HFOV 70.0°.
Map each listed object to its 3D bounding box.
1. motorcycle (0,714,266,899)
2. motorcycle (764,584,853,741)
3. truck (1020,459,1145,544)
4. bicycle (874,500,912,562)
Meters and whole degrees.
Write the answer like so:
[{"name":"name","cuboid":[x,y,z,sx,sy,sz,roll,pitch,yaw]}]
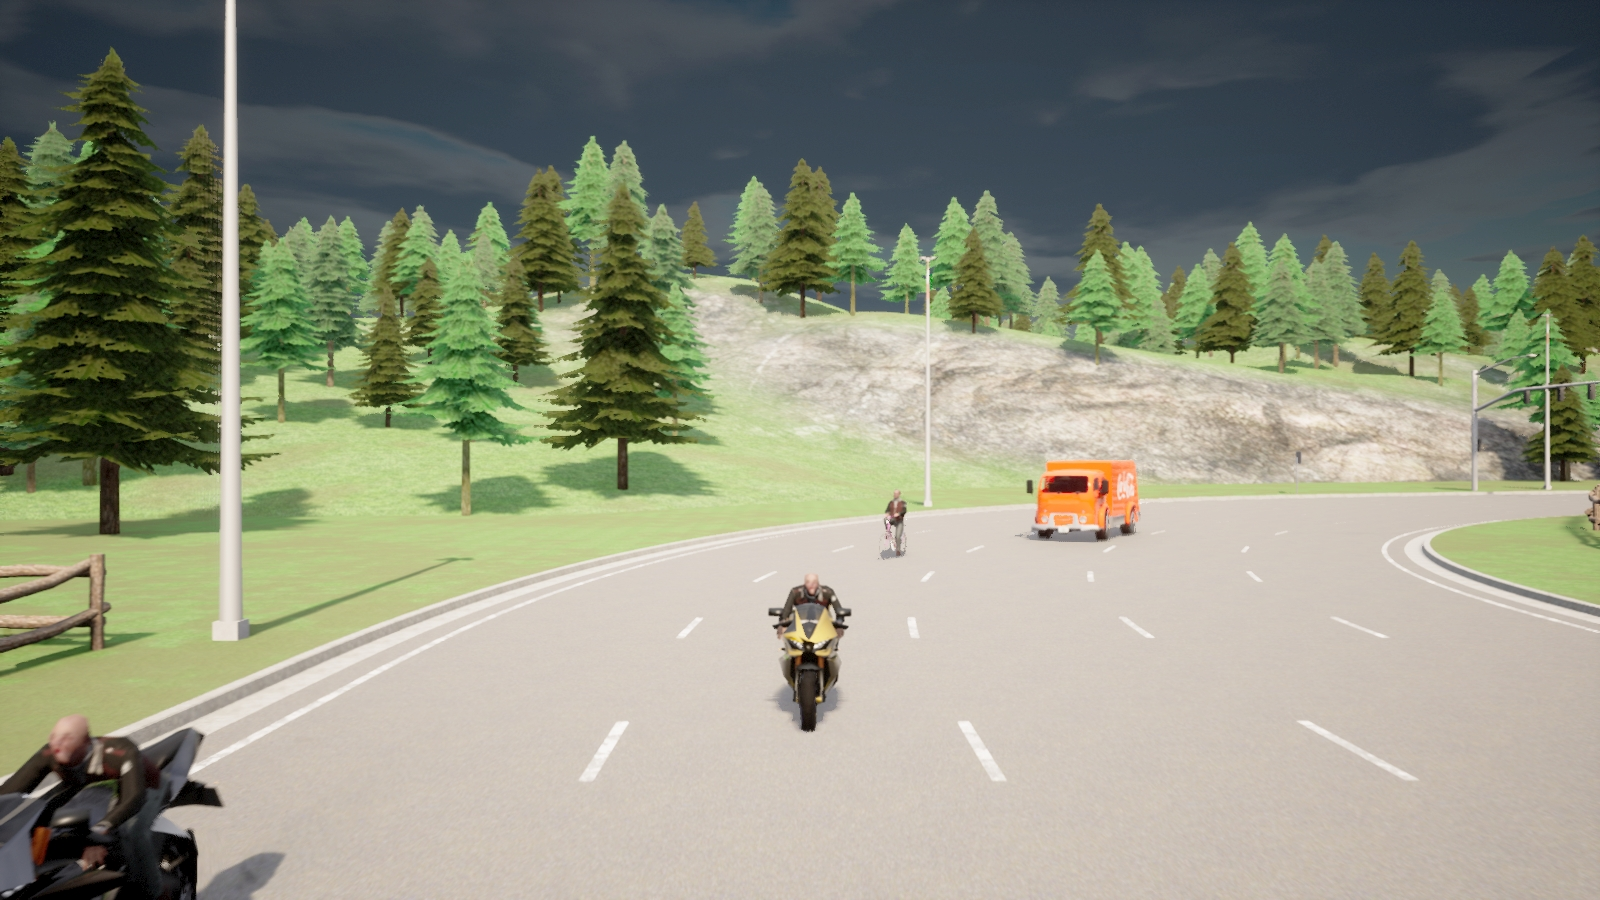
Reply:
[{"name":"motorcycle","cuboid":[-3.618,2.201,5.715,0.867,1.251,2.209,0,0,0]},{"name":"motorcycle","cuboid":[0.124,2.199,12.234,0.867,1.251,2.209,0,0,2]},{"name":"truck","cuboid":[9.097,1.553,36.383,2.627,2.467,5.204,-1,0,28]},{"name":"bicycle","cuboid":[2.399,2.046,29.280,0.329,1.471,1.835,0,0,26]}]
